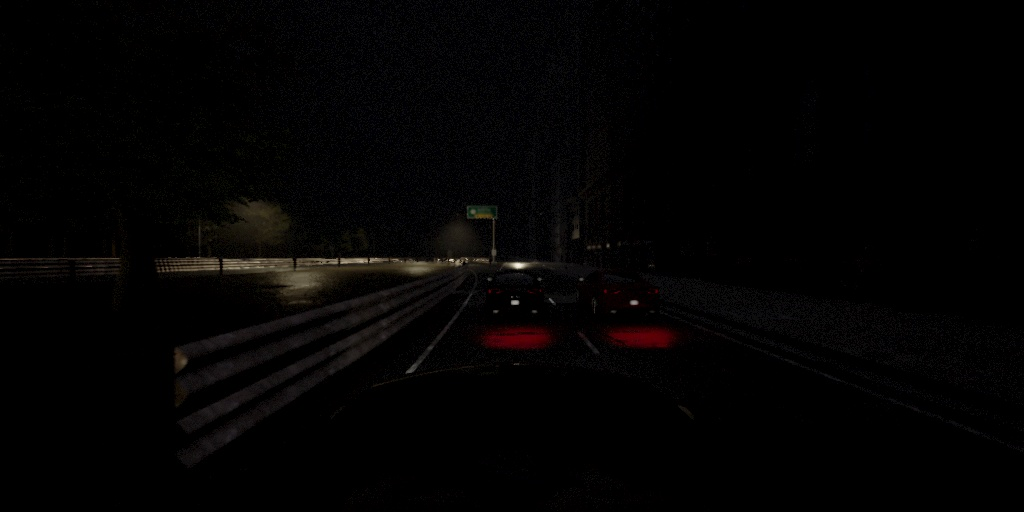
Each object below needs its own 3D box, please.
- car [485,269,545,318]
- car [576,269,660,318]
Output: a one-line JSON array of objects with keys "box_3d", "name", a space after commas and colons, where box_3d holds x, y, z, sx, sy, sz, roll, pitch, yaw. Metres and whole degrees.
[{"box_3d": [0.097, 1.218, 13.039, 1.882, 1.535, 5.008, 0, 0, 0], "name": "car"}, {"box_3d": [3.595, 1.219, 13.015, 1.882, 1.535, 5.008, 0, 0, 0], "name": "car"}]
